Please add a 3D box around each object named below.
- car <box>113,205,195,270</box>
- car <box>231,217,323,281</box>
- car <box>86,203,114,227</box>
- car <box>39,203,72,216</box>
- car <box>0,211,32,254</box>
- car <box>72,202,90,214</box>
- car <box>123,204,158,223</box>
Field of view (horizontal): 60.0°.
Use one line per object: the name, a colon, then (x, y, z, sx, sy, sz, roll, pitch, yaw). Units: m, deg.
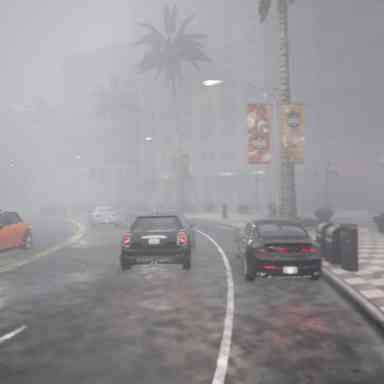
car: (-1.006, 1.443, 11.594, 2.097, 1.767, 4.553, -1, 0, 2)
car: (2.331, 1.516, 9.875, 1.837, 1.490, 4.892, -1, 0, 3)
car: (-6.721, 1.816, 25.218, 1.812, 1.442, 4.674, -1, 0, -21)
car: (-17.198, 2.092, 41.021, 2.128, 1.511, 4.902, -1, -1, -44)
car: (-8.025, 1.595, 12.711, 2.097, 1.767, 4.553, -1, 0, -2)
car: (-14.213, 2.055, 42.955, 1.837, 1.490, 4.892, 0, -1, -44)
car: (-4.574, 1.833, 28.980, 1.994, 1.385, 4.181, -1, 0, -24)
